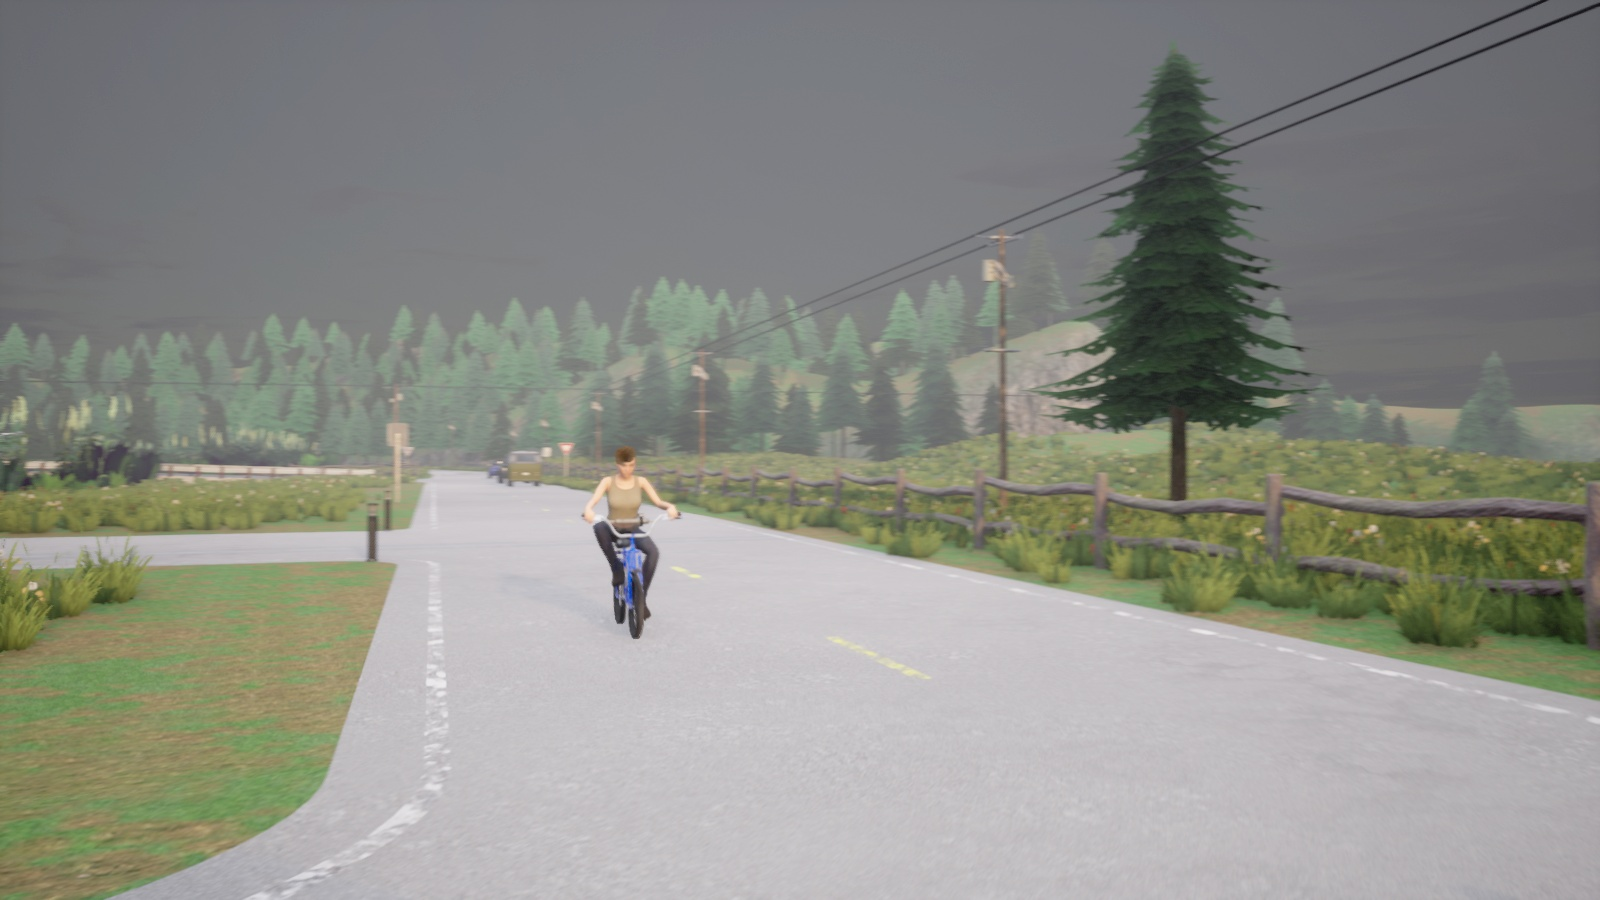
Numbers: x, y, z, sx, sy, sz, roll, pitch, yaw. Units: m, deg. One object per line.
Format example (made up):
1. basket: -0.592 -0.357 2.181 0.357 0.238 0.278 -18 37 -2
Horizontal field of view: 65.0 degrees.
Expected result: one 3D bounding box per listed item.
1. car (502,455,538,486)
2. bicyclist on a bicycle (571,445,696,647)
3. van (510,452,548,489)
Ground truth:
1. car: -17.601 1.264 78.757 1.932 1.855 4.605 0 0 -16
2. bicyclist on a bicycle: -1.471 0.776 10.882 0.866 1.612 1.509 0 0 -16
3. van: -15.171 1.121 70.147 1.775 1.987 4.442 0 0 -16
